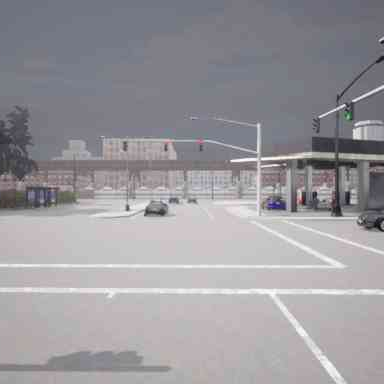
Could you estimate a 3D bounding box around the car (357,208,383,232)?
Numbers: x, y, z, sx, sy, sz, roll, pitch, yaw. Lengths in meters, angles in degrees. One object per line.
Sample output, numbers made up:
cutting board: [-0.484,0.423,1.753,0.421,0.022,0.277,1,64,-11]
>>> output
car: [12.297,1.505,19.562,4.892,1.490,1.837,0,0,-1]

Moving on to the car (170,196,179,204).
car: [-3.478,1.478,64.405,1.882,1.535,5.008,0,0,0]

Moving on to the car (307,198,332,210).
car: [15.469,1.456,40.486,1.970,1.475,3.806,0,0,0]

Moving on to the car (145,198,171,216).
car: [-3.461,1.564,32.922,1.994,1.385,4.181,0,0,1]

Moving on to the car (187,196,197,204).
car: [0.022,1.547,64.404,2.033,1.411,5.357,0,0,0]

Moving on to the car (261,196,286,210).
car: [9.724,1.295,39.725,2.242,1.667,4.611,0,0,0]
